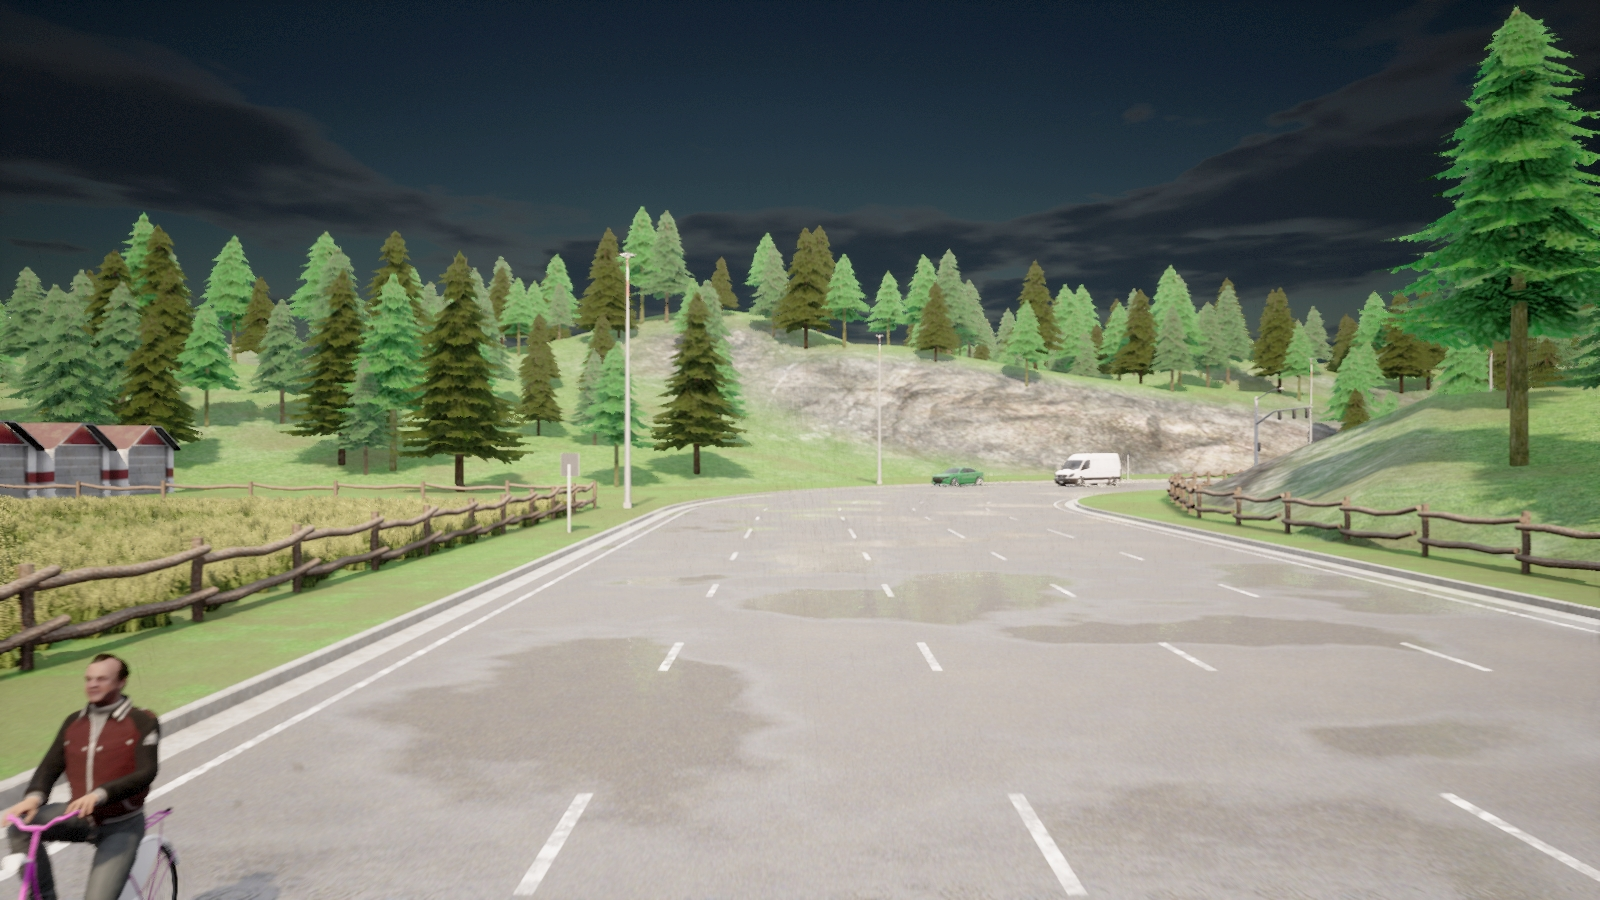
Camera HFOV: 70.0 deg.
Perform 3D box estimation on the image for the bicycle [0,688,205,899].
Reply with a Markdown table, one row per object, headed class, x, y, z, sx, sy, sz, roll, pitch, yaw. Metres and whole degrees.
| class | x | y | z | sx | sy | sz | roll | pitch | yaw |
| --- | --- | --- | --- | --- | --- | --- | --- | --- | --- |
| bicycle | -3.491 | 2.061 | 5.461 | 0.329 | 1.471 | 1.835 | 0 | 0 | 0 |
